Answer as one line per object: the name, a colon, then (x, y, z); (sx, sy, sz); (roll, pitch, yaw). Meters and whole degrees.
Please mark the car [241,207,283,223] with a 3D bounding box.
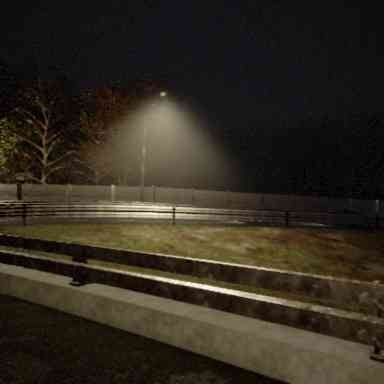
car: (6.991, 2.213, 33.049); (4.181, 1.385, 1.994); (4, -1, -19)
